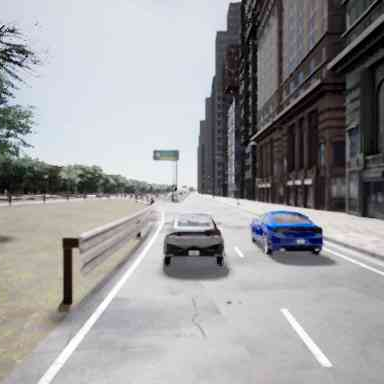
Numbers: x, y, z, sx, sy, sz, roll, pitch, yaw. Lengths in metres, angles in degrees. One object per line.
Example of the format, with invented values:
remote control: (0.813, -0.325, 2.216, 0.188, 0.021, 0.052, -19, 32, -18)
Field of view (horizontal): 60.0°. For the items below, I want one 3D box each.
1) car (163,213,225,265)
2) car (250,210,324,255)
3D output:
car: (0.032, 1.492, 11.701, 2.128, 1.511, 4.902, 0, 0, -1)
car: (3.591, 1.479, 13.418, 1.882, 1.535, 5.008, 0, 0, 0)
